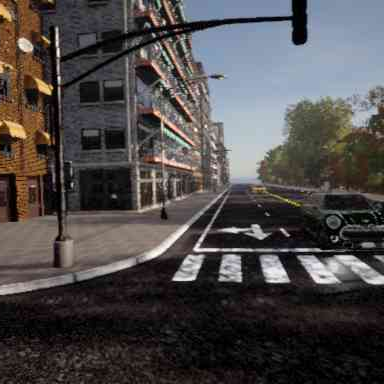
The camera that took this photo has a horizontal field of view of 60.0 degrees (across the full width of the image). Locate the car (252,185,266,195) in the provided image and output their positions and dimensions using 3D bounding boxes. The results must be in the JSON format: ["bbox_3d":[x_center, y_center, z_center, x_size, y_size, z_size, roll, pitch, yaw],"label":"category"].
[{"bbox_3d":[10.416,-0.414,51.815,1.882,1.535,5.008,-1,2,8],"label":"car"}]

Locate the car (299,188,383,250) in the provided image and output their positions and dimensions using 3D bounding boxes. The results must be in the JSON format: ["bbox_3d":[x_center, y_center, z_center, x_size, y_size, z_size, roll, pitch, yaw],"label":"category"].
[{"bbox_3d":[5.067,0.783,11.264,2.097,1.767,4.553,-1,2,8],"label":"car"}]
